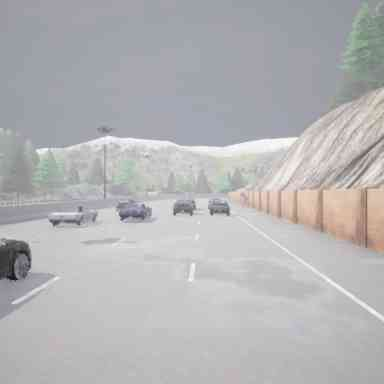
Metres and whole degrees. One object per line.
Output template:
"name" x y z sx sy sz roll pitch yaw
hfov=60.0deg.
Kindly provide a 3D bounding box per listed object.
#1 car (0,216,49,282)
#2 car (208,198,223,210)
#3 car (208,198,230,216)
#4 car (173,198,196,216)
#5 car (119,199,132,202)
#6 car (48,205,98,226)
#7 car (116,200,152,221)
"car" -5.231 1.491 6.917 2.128 1.511 4.902 0 0 2
"car" 3.030 1.525 43.202 1.812 1.442 4.674 0 0 2
"car" 2.670 1.491 32.758 2.128 1.511 4.902 0 0 2
"car" -0.823 1.505 33.027 1.837 1.490 4.892 0 0 2
"car" -7.614 1.526 38.908 1.812 1.442 4.674 0 0 2
"car" -8.162 1.601 23.367 1.895 1.301 4.718 0 0 2
"car" -4.522 1.601 27.335 1.895 1.301 4.718 0 0 2
